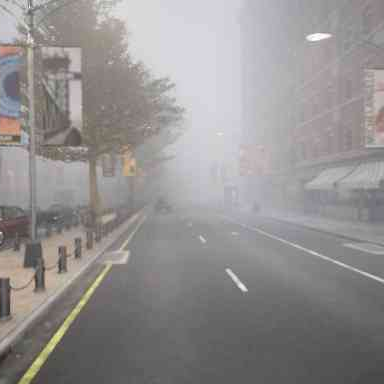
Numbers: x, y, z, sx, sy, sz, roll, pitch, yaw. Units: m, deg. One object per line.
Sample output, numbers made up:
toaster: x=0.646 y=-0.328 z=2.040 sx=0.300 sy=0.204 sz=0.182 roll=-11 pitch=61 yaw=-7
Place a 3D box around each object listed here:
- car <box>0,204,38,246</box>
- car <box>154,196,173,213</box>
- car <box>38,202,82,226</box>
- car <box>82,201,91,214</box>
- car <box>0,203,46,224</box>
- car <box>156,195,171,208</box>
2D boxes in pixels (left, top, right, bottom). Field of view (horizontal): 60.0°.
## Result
car: x=-9.420 y=1.490 z=15.766 sx=2.097 sy=1.767 sz=4.553 roll=-1 pitch=0 yaw=-5
car: x=-3.214 y=1.534 z=37.726 sx=1.837 sy=1.490 sz=4.892 roll=-1 pitch=0 yaw=-5
car: x=-10.251 y=1.693 z=25.302 sx=2.033 sy=1.411 sz=5.357 roll=-1 pitch=0 yaw=-5
car: x=-11.110 y=1.679 z=35.562 sx=1.812 sy=1.442 sz=4.674 roll=-1 pitch=0 yaw=-5
car: x=-13.963 y=1.728 z=27.725 sx=1.812 sy=1.442 sz=4.674 roll=-1 pitch=0 yaw=-5
car: x=-4.199 y=1.390 z=49.038 sx=2.097 sy=1.767 sz=4.553 roll=-1 pitch=0 yaw=-5
